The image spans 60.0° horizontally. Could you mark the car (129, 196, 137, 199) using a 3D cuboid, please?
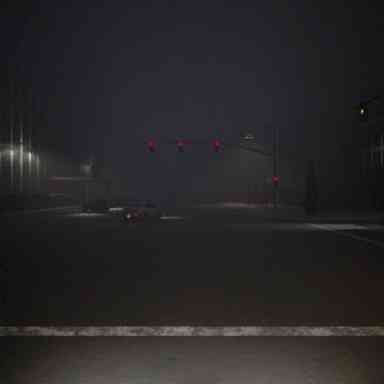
[{"bbox_3d":[-10.661,1.489,58.066,2.128,1.511,4.902,0,0,0],"label":"car"}]

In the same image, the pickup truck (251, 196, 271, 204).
[{"bbox_3d":[13.020,1.056,61.498,2.390,2.098,6.274,0,0,30],"label":"pickup truck"}]

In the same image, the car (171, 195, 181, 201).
[{"bbox_3d":[-3.625,1.416,76.054,1.895,1.301,4.718,0,0,0],"label":"car"}]

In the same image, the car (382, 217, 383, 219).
[{"bbox_3d":[15.114,1.600,21.577,4.718,1.301,1.895,0,0,0],"label":"car"}]

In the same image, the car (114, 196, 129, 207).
[{"bbox_3d":[-10.666,1.562,47.058,1.994,1.385,4.181,0,0,0],"label":"car"}]

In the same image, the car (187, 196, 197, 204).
[{"bbox_3d":[-0.004,1.598,62.726,1.895,1.301,4.718,0,0,0],"label":"car"}]

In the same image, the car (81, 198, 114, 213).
[{"bbox_3d":[-10.648,1.546,37.184,2.033,1.411,5.357,0,0,0],"label":"car"}]

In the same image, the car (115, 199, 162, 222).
[{"bbox_3d":[-3.956,1.524,26.529,1.812,1.442,4.674,1,0,17],"label":"car"}]

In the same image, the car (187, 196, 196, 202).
[{"bbox_3d":[-0.125,1.537,76.269,2.033,1.411,5.357,0,0,0],"label":"car"}]

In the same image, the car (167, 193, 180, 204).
[{"bbox_3d":[-3.608,1.219,65.361,2.150,2.045,5.566,0,0,0],"label":"car"}]
